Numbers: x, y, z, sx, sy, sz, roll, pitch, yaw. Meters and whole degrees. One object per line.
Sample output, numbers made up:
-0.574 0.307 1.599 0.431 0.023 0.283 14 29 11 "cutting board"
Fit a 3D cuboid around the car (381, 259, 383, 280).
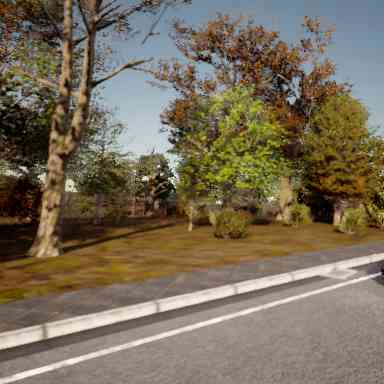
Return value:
6.663 1.574 8.428 4.674 1.442 1.812 0 0 -35 "car"
